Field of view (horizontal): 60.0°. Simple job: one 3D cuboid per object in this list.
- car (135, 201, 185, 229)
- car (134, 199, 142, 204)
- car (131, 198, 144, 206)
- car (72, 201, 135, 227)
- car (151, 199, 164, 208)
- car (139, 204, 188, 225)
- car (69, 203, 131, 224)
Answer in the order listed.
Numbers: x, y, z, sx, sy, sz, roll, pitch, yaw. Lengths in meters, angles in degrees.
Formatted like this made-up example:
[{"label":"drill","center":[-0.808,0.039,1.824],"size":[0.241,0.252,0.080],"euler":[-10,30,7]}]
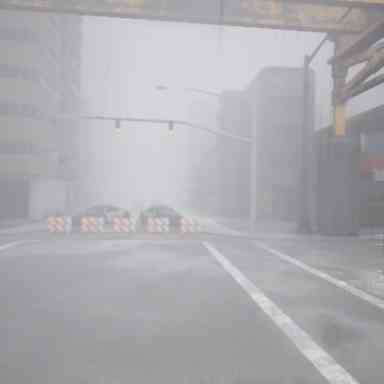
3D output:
[{"label":"car","center":[-2.103,1.673,23.266],"size":[2.038,1.542,4.974],"euler":[1,-1,-26]},{"label":"car","center":[-9.439,1.923,57.819],"size":[2.038,1.542,4.974],"euler":[1,-1,-6]},{"label":"car","center":[-9.442,1.766,57.872],"size":[1.853,1.218,4.536],"euler":[1,-1,-6]},{"label":"car","center":[-6.272,1.598,23.152],"size":[2.038,1.542,4.974],"euler":[1,-1,19]},{"label":"car","center":[-5.166,1.752,49.741],"size":[1.853,1.218,4.536],"euler":[1,-1,-6]},{"label":"car","center":[-2.123,1.515,23.315],"size":[1.853,1.218,4.536],"euler":[1,-1,-26]},{"label":"car","center":[-6.253,1.441,23.203],"size":[1.853,1.218,4.536],"euler":[1,-1,19]}]
